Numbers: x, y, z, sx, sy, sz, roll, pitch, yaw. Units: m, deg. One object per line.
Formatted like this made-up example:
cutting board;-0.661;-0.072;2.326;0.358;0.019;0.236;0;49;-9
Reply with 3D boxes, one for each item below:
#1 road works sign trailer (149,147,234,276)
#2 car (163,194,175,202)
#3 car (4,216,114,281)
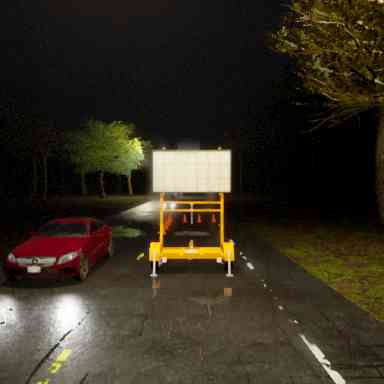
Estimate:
road works sign trailer;-0.006;0.433;10.176;2.380;3.560;2.880;0;0;0
car;-3.630;0.907;51.905;1.895;1.301;4.718;0;2;0
car;-3.607;1.496;9.916;1.812;1.442;4.674;0;0;0
